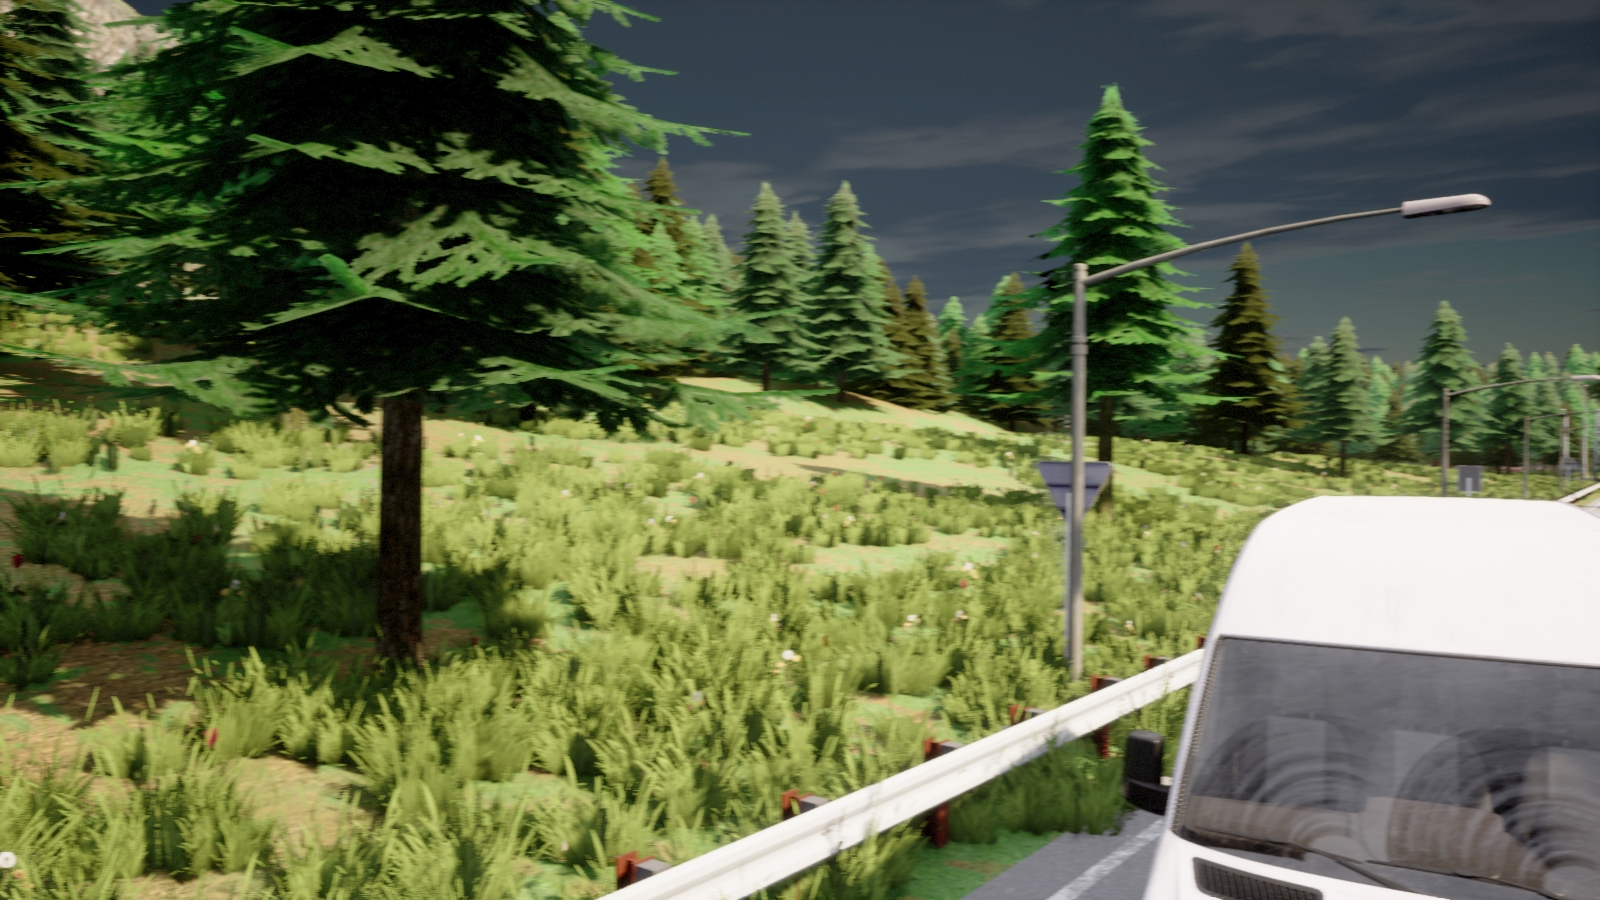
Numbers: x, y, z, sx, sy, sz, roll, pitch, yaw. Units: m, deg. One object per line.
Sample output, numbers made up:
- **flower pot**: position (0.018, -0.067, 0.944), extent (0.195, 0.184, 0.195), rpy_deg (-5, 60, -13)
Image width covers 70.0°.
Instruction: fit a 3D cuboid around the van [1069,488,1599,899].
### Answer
- **van**: position (3.151, 1.555, 5.647), extent (1.988, 2.561, 5.915), rpy_deg (0, 0, 29)
